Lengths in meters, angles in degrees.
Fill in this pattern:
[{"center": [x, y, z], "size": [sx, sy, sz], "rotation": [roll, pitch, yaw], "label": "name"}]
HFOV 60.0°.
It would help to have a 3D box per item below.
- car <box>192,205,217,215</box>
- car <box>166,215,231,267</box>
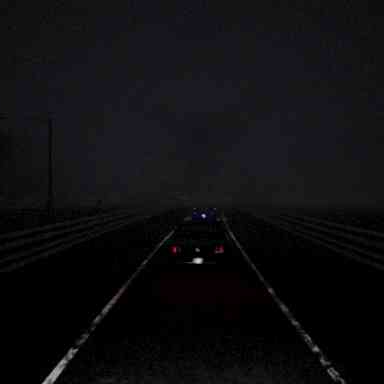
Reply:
[{"center": [1.052, 1.795, 27.440], "size": [1.994, 1.385, 4.181], "rotation": [0, 0, 4], "label": "car"}, {"center": [0.266, 1.700, 11.730], "size": [1.895, 1.301, 4.718], "rotation": [0, 0, 2], "label": "car"}]
